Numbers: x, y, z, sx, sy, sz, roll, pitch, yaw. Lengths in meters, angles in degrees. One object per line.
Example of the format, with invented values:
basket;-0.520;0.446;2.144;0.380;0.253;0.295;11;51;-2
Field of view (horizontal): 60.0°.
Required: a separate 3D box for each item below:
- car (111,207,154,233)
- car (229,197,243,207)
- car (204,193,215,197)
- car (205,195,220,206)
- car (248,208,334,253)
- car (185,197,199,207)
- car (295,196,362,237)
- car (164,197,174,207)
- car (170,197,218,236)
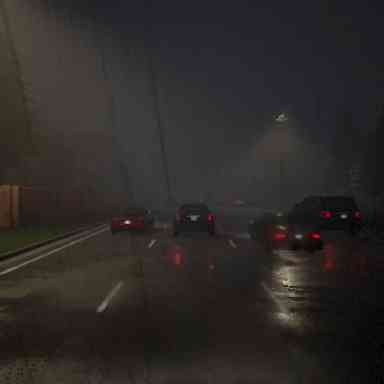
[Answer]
car;-3.399;1.572;19.538;1.994;1.385;4.181;0;0;0
car;7.002;1.498;53.132;1.882;1.535;5.008;0;0;0
car;3.503;1.251;64.412;2.150;2.045;5.566;0;0;0
car;3.503;1.622;54.315;1.895;1.301;4.718;0;0;0
car;3.600;1.553;13.702;2.033;1.411;5.357;0;0;0
car;0.002;1.513;53.131;2.128;1.511;4.902;0;0;0
car;7.101;1.228;18.236;2.150;2.045;5.566;0;0;0
car;-3.498;1.569;53.131;2.033;1.411;5.357;0;0;0
car;0.101;1.359;18.744;2.097;1.767;4.553;0;0;0
